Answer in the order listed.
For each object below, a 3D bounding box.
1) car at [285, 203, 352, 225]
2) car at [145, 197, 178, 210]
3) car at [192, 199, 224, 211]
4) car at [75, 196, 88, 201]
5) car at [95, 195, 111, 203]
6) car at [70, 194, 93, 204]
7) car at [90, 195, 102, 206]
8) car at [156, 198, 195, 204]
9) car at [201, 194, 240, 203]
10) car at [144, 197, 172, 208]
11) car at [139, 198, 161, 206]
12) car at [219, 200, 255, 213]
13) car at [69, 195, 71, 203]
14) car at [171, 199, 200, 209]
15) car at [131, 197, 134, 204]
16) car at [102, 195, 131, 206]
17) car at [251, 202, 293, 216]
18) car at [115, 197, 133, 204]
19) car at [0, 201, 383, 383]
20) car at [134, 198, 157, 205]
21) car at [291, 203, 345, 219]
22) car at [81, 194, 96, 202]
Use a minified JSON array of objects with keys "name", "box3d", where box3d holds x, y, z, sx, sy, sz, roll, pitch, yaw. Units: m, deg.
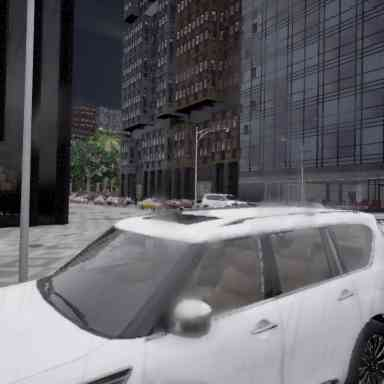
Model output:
[{"name":"car","box3d":[9.259,1.562,24.604,1.994,1.385,4.181,2,-1,-36]},{"name":"car","box3d":[-4.077,1.504,43.350,2.128,1.511,4.902,2,-1,-35]},{"name":"car","box3d":[2.080,1.690,44.774,1.752,1.417,4.829,2,-1,-35]},{"name":"car","box3d":[-29.770,1.694,89.452,1.752,1.417,4.829,2,-1,-35]},{"name":"car","box3d":[-20.290,1.513,75.515,2.097,1.767,4.553,2,-1,-35]},{"name":"car","box3d":[-20.593,1.472,61.898,1.752,1.417,4.829,2,-1,-35]},{"name":"car","box3d":[-14.322,1.529,53.098,1.802,1.307,4.206,2,-1,-35]},{"name":"car","box3d":[-1.579,1.482,35.225,1.887,1.381,4.507,2,-1,-35]},{"name":"car","box3d":[3.205,1.224,33.115,2.150,2.045,5.566,2,-1,-35]},{"name":"car","box3d":[-5.172,1.589,50.263,2.128,1.511,4.902,2,-1,-35]},{"name":"car","box3d":[-7.377,1.722,58.040,2.008,1.369,4.403,2,-1,-35]},{"name":"car","box3d":[5.363,1.727,40.167,1.947,1.339,4.313,2,-1,-35]},{"name":"car","box3d":[-23.876,1.386,66.507,1.967,1.590,4.097,2,-1,-35]},{"name":"car","box3d":[-1.007,1.718,49.103,2.008,1.369,4.403,2,-1,-35]},{"name":"car","box3d":[-11.245,1.624,58.709,1.812,1.442,4.674,2,-1,-35]},{"name":"car","box3d":[-11.134,1.386,48.632,1.967,1.590,4.097,2,-1,-35]},{"name":"car","box3d":[8.547,1.740,35.700,1.802,1.307,4.206,2,-1,-35]},{"name":"car","box3d":[-13.747,1.736,66.975,1.947,1.339,4.313,2,-1,-35]},{"name":"car","box3d":[0.029,1.222,3.396,5.566,2.045,2.150,0,0,-35]},{"name":"car","box3d":[-4.666,1.466,39.555,1.752,1.417,4.829,2,-1,-35]},{"name":"car","box3d":[11.732,1.720,31.232,1.947,1.339,4.313,2,-1,-35]},{"name":"car","box3d":[-26.482,1.484,84.849,2.192,1.841,5.009,2,-1,-35]}]
